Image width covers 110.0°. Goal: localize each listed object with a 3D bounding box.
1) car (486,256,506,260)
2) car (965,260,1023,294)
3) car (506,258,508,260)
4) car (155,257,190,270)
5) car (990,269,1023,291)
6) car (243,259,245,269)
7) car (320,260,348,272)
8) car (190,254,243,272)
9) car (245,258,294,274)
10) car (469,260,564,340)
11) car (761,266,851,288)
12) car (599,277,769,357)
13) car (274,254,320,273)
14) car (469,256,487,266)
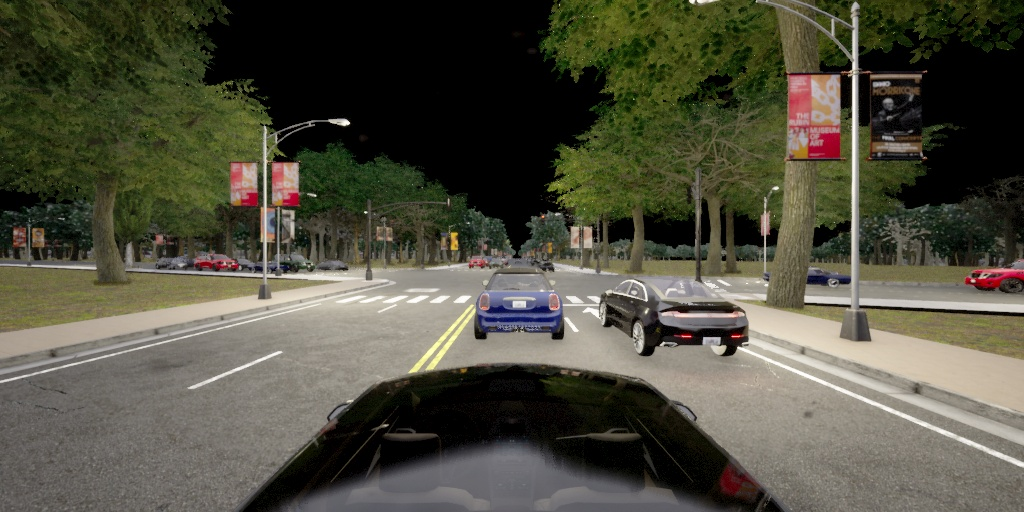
[{"bbox_3d":[-2.397,1.108,55.895,2.097,1.767,4.553,0,0,1],"label":"car"},{"bbox_3d":[30.458,1.158,20.580,5.566,2.045,2.150,0,0,24],"label":"car"},{"bbox_3d":[-2.205,1.359,64.886,1.895,1.301,4.718,0,0,1],"label":"car"},{"bbox_3d":[-44.292,1.021,46.627,4.902,1.511,2.128,0,0,24],"label":"car"},{"bbox_3d":[34.185,1.554,22.479,4.718,1.301,1.895,0,0,24],"label":"car"},{"bbox_3d":[-34.701,1.074,45.899,4.892,1.490,1.837,0,0,24],"label":"car"},{"bbox_3d":[-22.271,1.192,44.099,4.181,1.385,1.994,0,0,24],"label":"car"},{"bbox_3d":[-35.099,0.797,42.508,5.566,2.045,2.150,0,0,24],"label":"car"},{"bbox_3d":[-26.032,1.225,38.453,4.718,1.301,1.895,0,0,27],"label":"car"},{"bbox_3d":[0.192,1.102,10.150,2.097,1.767,4.553,0,0,1],"label":"car"},{"bbox_3d":[20.395,1.478,25.071,4.718,1.301,1.895,0,0,24],"label":"car"},{"bbox_3d":[3.429,1.241,8.562,2.128,1.511,4.902,0,0,0],"label":"car"},{"bbox_3d":[-25.539,0.840,41.810,5.566,2.045,2.150,0,0,24],"label":"car"},{"bbox_3d":[-5.626,0.978,57.962,2.150,2.045,5.566,0,0,1],"label":"car"}]
